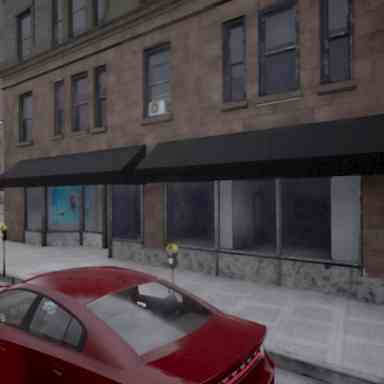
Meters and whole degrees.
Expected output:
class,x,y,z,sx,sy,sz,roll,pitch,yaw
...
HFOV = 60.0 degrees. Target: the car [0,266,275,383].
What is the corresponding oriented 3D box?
class,x,y,z,sx,sy,sz,roll,pitch,yaw
car,-1.342,1.554,3.822,4.507,1.381,1.887,0,-1,36
